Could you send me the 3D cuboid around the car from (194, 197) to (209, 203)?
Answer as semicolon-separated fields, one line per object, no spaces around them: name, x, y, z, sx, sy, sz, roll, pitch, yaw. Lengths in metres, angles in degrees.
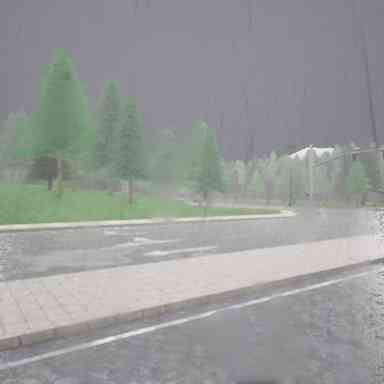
car;2.386;2.025;81.964;1.812;1.442;4.674;1;0;-35

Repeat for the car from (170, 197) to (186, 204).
car;-3.344;1.902;77.945;1.882;1.535;5.008;1;0;-35
